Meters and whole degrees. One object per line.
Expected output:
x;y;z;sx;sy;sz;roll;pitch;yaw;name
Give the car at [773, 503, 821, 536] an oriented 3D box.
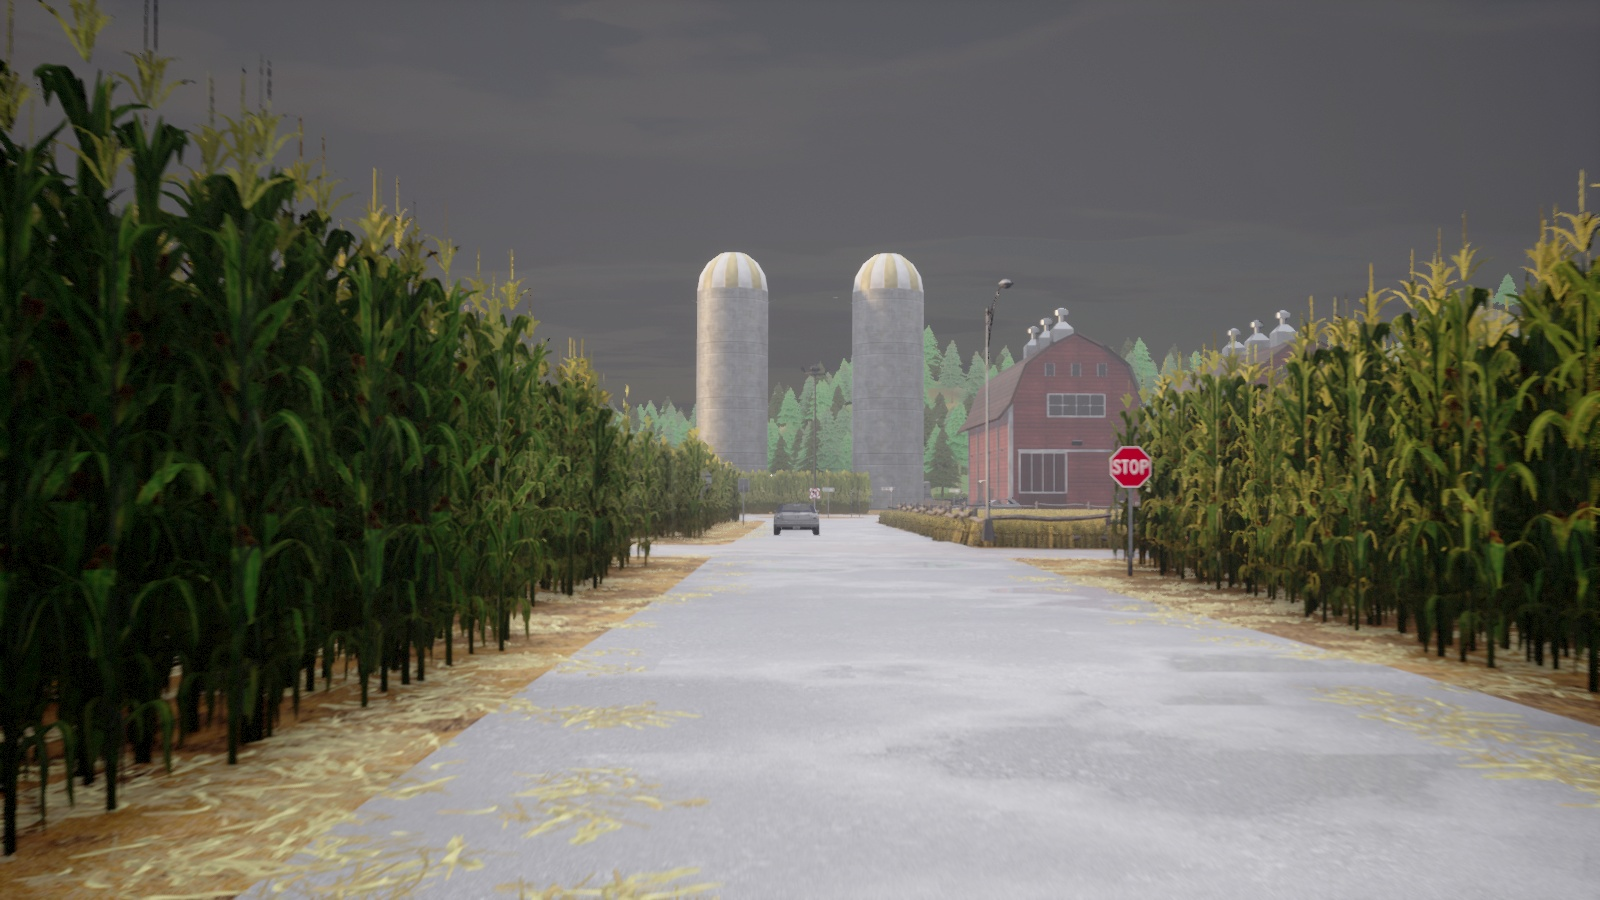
-0.122;2.845;51.939;1.895;1.301;4.718;0;-3;0;car
